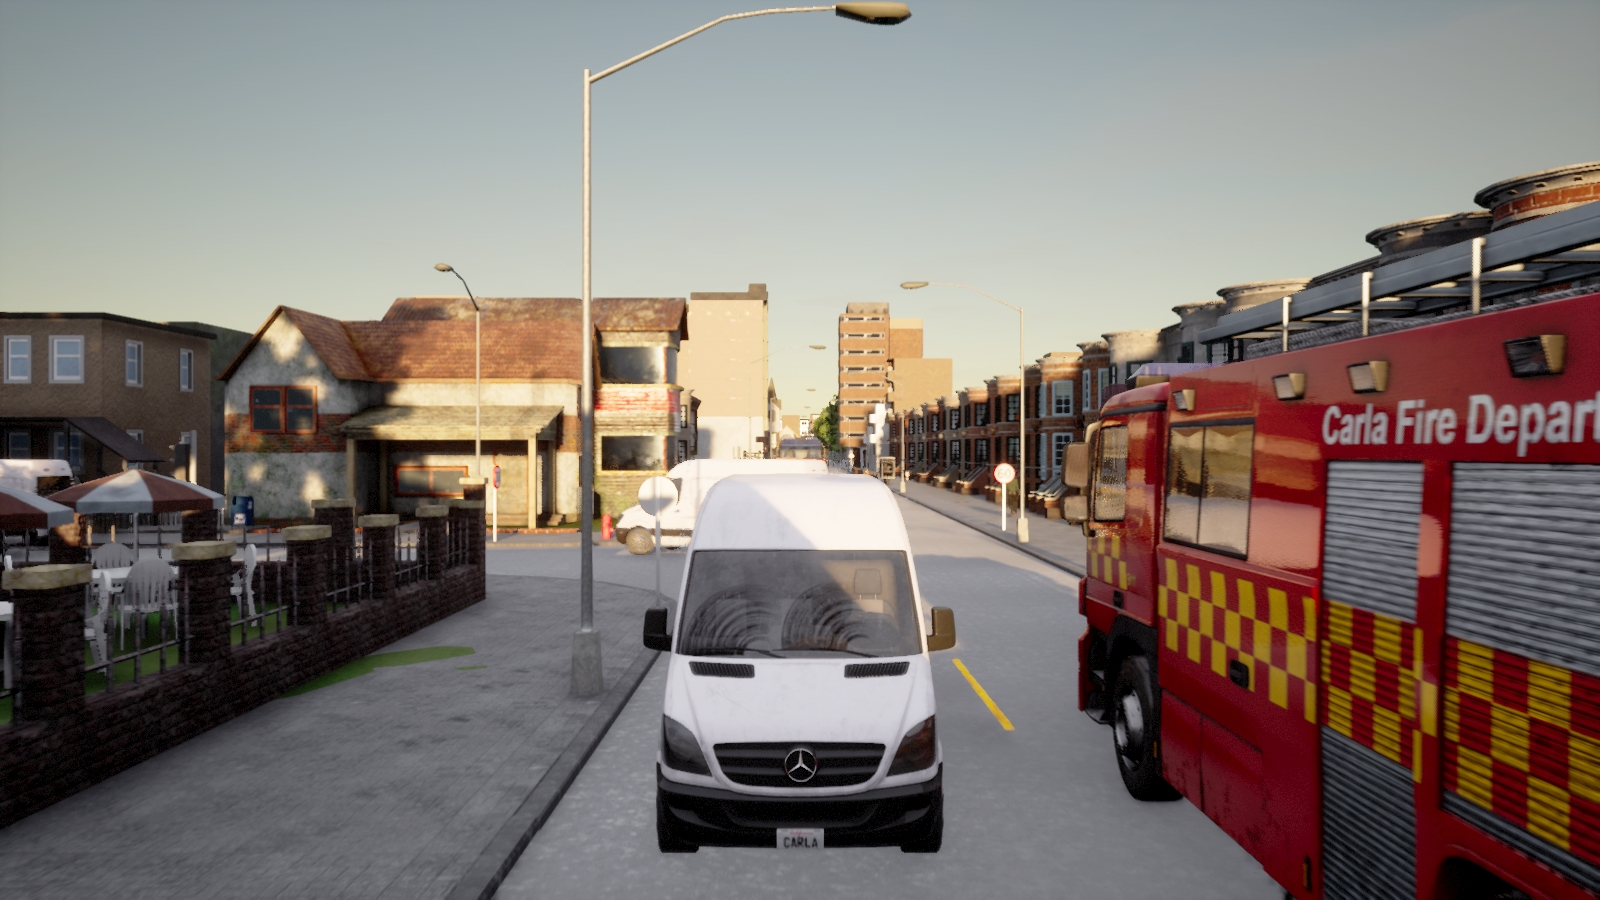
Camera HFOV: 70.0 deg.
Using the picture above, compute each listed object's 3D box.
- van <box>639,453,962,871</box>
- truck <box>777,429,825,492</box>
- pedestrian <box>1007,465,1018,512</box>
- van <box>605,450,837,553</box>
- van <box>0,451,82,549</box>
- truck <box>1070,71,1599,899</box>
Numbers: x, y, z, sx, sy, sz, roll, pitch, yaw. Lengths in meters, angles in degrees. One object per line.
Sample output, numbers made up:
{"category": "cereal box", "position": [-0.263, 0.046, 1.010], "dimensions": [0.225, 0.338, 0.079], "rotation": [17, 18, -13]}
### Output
{"category": "van", "position": [0.003, 1.314, 9.992], "dimensions": [1.988, 2.561, 5.915], "rotation": [0, 0, 0]}
{"category": "truck", "position": [0.039, 0.668, 73.940], "dimensions": [2.891, 3.827, 8.468], "rotation": [0, 0, 0]}
{"category": "pedestrian", "position": [8.469, 1.525, 45.470], "dimensions": [0.375, 1.860, 0.375], "rotation": [0, 0, 20]}
{"category": "van", "position": [-2.145, 1.313, 30.532], "dimensions": [5.915, 2.561, 1.988], "rotation": [0, -1, 23]}
{"category": "van", "position": [-23.084, 1.314, 31.034], "dimensions": [5.915, 2.561, 1.988], "rotation": [0, 0, 0]}
{"category": "truck", "position": [4.047, 0.670, 6.642], "dimensions": [2.891, 3.827, 8.468], "rotation": [0, 0, 0]}
